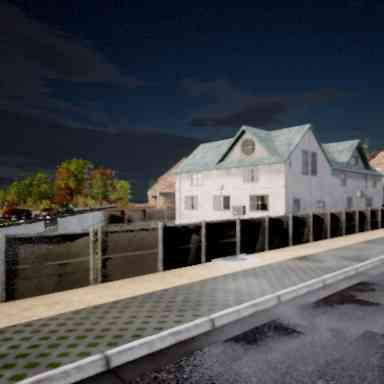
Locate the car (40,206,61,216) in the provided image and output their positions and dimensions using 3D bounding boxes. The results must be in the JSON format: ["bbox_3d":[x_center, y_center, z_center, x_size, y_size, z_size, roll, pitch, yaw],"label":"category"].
[{"bbox_3d":[-25.113,3.484,58.302,1.812,1.442,4.674,0,-2,-6],"label":"car"}]

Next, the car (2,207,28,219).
[{"bbox_3d":[-27.719,3.265,52.215,1.882,1.535,5.008,0,-1,-6],"label":"car"}]

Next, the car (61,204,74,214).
[{"bbox_3d":[-26.211,3.494,69.146,2.150,2.045,5.566,0,-2,-6],"label":"car"}]

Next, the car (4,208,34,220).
[{"bbox_3d":[-23.819,3.100,46.493,1.882,1.535,5.008,0,-2,-6],"label":"car"}]
